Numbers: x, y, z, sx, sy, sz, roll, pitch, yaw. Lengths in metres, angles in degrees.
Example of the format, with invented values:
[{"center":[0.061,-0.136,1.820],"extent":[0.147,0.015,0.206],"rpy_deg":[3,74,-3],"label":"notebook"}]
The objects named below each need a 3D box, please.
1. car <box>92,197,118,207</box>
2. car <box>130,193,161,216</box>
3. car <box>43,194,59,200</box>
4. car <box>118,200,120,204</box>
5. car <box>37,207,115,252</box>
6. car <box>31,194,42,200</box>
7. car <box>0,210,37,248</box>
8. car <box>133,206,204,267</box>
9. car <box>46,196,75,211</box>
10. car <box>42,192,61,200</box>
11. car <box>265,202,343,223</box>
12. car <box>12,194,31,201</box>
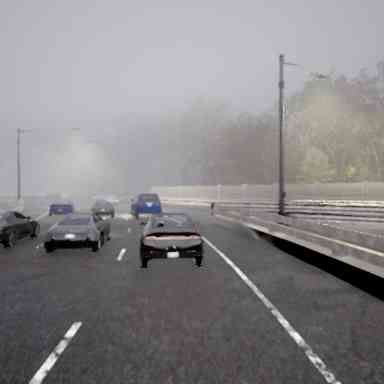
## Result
[{"center":[-8.030,1.473,29.861],"extent":[1.994,1.385,4.181],"rpy_deg":[0,0,-16],"label":"car"},{"center":[-3.999,1.121,28.582],"extent":[2.150,2.045,5.566],"rpy_deg":[0,0,-15],"label":"car"},{"center":[-34.050,1.173,80.034],"extent":[4.674,1.442,1.812],"rpy_deg":[0,0,43],"label":"car"},{"center":[-12.486,1.417,50.233],"extent":[1.895,1.301,4.718],"rpy_deg":[0,0,-28],"label":"car"},{"center":[-4.548,1.524,13.756],"extent":[1.994,1.385,4.181],"rpy_deg":[0,0,-7],"label":"car"},{"center":[-36.496,1.191,77.530],"extent":[4.674,1.442,1.812],"rpy_deg":[0,0,43],"label":"car"},{"center":[-8.136,1.495,14.303],"extent":[1.812,1.442,4.674],"rpy_deg":[0,0,-7],"label":"car"},{"center":[-0.745,1.450,11.285],"extent":[2.128,1.511,4.902],"rpy_deg":[0,0,-6],"label":"car"},{"center":[-11.857,1.396,30.487],"extent":[1.882,1.535,5.008],"rpy_deg":[0,0,-17],"label":"car"},{"center":[-32.939,1.020,78.925],"extent":[2.150,2.045,5.566],"rpy_deg":[0,0,-45],"label":"car"},{"center":[8.080,1.404,24.360],"extent":[5.357,1.411,2.033],"rpy_deg":[0,0,37],"label":"car"},{"center":[-38.942,1.210,75.027],"extent":[4.902,1.511,2.128],"rpy_deg":[0,0,43],"label":"car"}]
